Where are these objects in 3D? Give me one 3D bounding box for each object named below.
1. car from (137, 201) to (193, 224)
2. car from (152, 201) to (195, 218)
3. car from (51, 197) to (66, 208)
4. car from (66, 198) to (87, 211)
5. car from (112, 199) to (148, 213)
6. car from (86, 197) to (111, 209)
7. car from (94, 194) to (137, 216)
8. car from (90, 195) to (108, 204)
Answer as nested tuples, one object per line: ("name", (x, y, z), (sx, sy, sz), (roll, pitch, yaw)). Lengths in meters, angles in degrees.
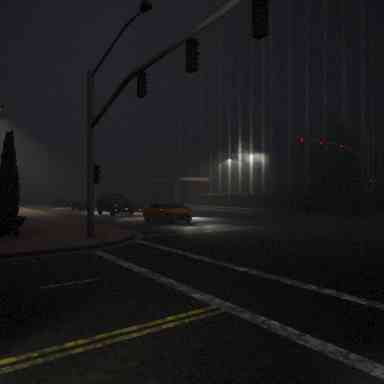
("car", (-1.940, 1.478, 25.113), (1.882, 1.535, 5.008), (0, 0, -36))
("car", (-1.767, 1.564, 30.823), (1.994, 1.385, 4.181), (0, 0, -36))
("car", (-19.530, 1.505, 49.401), (1.837, 1.490, 4.892), (0, 0, -35))
("car", (-13.528, 1.491, 41.076), (2.128, 1.511, 4.902), (0, 0, -36))
("car", (-7.228, 1.547, 38.346), (2.033, 1.411, 5.357), (0, 0, -36))
("car", (-13.164, 1.526, 46.543), (1.812, 1.442, 4.674), (0, 0, -36))
("car", (-7.687, 1.221, 33.019), (2.150, 2.045, 5.566), (0, 0, -36))
("car", (-18.610, 1.478, 66.272), (1.882, 1.535, 5.008), (0, 0, -36))
